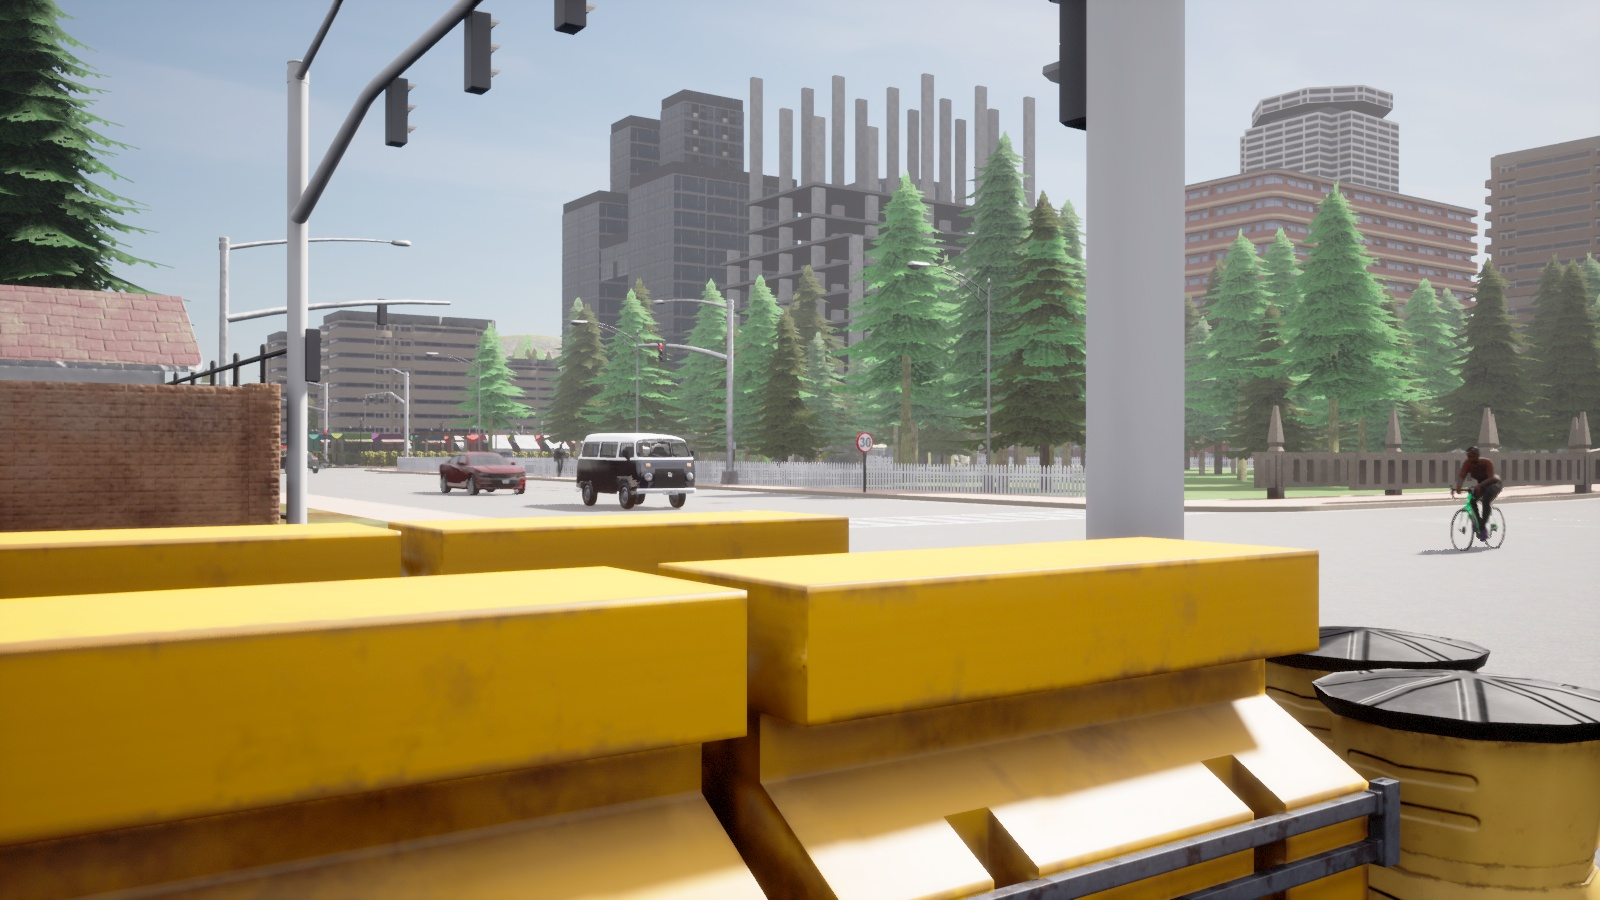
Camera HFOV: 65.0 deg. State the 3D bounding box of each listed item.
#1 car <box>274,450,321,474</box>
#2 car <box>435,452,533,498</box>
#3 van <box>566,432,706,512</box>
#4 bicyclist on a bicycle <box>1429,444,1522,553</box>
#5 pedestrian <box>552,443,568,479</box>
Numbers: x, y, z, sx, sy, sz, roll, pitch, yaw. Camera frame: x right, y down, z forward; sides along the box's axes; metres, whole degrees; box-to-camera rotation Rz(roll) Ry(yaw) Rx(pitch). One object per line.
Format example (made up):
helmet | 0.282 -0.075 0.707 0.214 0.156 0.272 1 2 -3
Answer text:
car | -35.247 0.813 88.001 2.152 1.651 5.027 0 0 -33
car | -11.353 0.856 44.875 1.882 1.535 5.008 0 0 -33
van | -4.568 0.562 34.452 2.069 2.038 4.480 0 0 -33
bicyclist on a bicycle | 10.489 0.723 19.486 1.656 1.620 0.582 -1 0 -35
pedestrian | -12.862 0.595 67.371 0.563 1.883 0.849 0 0 -33
